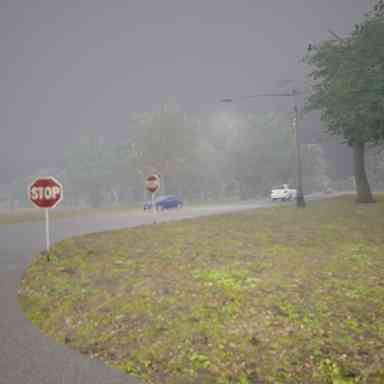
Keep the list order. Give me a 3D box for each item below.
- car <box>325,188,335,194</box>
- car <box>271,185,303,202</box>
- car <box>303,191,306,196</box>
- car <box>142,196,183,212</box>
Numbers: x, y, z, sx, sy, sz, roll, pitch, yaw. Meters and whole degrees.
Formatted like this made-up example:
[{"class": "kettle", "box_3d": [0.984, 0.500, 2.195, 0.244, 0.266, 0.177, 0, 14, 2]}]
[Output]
[{"class": "car", "box_3d": [32.846, -0.230, 79.205, 2.128, 1.511, 4.902, -4, -1, 31]}, {"class": "car", "box_3d": [12.062, 0.139, 42.894, 2.150, 2.045, 5.566, -4, -1, 34]}, {"class": "car", "box_3d": [22.618, 0.317, 70.790, 1.895, 1.301, 4.718, -4, -1, 34]}, {"class": "car", "box_3d": [-2.883, 1.118, 33.330, 1.882, 1.535, 5.008, -4, -1, 34]}]
